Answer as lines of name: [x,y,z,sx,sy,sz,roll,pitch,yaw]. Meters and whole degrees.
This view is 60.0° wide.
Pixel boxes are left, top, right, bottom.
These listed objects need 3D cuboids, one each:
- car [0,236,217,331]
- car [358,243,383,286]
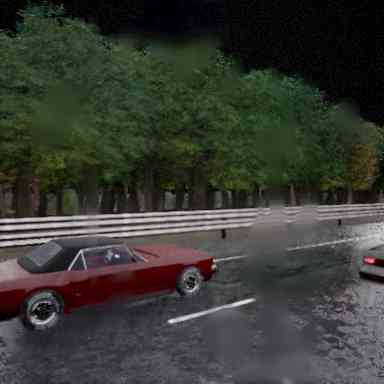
car: [-1.777,1.570,6.793,4.718,1.301,1.895,0,0,-36]
car: [6.224,1.545,8.186,5.357,1.411,2.033,0,0,-36]
